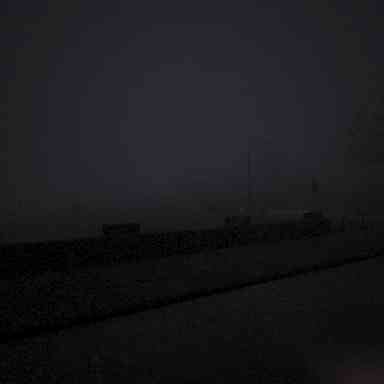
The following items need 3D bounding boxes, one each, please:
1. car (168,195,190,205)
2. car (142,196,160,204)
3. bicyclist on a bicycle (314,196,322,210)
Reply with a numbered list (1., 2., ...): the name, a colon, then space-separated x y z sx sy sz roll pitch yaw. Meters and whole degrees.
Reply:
1. car: -2.311 1.351 57.291 2.097 1.767 4.553 0 0 -35
2. car: -8.183 1.476 65.443 1.882 1.535 5.008 0 0 -35
3. bicyclist on a bicycle: 15.178 1.347 40.088 1.656 1.620 0.582 0 0 -35
